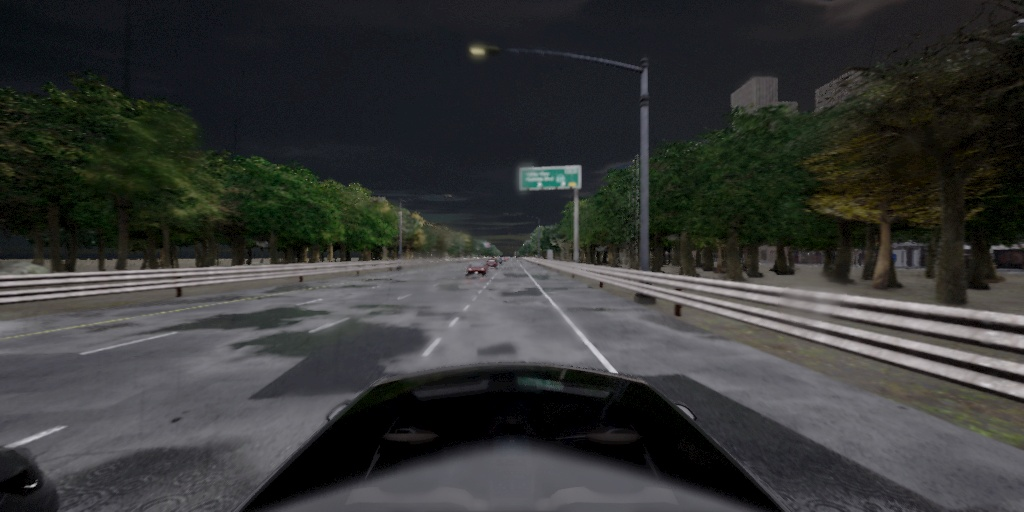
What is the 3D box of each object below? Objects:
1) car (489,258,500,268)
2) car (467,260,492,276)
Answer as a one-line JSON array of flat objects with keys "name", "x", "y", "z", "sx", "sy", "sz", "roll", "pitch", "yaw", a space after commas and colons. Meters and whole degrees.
[{"name": "car", "x": -3.432, "y": 1.250, "z": 61.259, "sx": 1.812, "sy": 1.442, "sz": 4.674, "roll": 0, "pitch": 0, "yaw": 0}, {"name": "car", "x": -3.472, "y": 1.338, "z": 37.108, "sx": 1.895, "sy": 1.301, "sz": 4.718, "roll": 0, "pitch": 0, "yaw": 0}]
